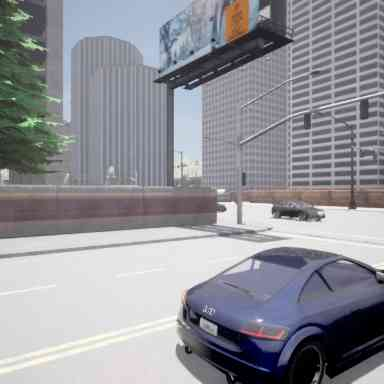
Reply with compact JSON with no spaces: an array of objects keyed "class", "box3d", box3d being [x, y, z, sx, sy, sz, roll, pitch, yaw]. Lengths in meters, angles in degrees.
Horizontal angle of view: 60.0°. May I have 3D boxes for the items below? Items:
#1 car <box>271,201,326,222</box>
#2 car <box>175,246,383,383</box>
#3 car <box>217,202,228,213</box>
[{"class":"car","box3d":[8.431,1.492,26.665,2.128,1.511,4.902,0,0,-27]},{"class":"car","box3d":[1.837,1.564,5.099,4.181,1.385,1.994,0,0,-35]},{"class":"car","box3d":[2.009,1.564,36.776,1.994,1.385,4.181,0,0,-35]}]
